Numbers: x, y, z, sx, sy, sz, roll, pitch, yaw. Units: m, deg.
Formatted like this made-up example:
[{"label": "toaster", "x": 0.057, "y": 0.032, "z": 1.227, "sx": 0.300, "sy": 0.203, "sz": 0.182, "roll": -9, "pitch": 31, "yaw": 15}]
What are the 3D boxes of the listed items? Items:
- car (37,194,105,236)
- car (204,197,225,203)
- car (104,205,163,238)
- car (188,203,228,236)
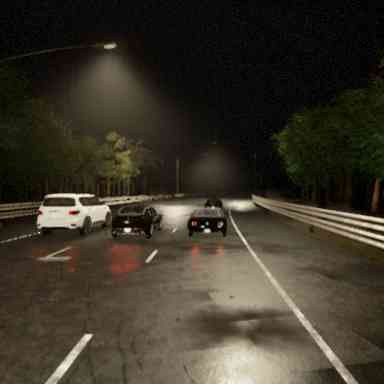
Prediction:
[{"label": "car", "x": -6.136, "y": 1.121, "z": 17.997, "sx": 2.150, "sy": 2.045, "sz": 5.566, "roll": 0, "pitch": 0, "yaw": 4}, {"label": "car", "x": 2.359, "y": 1.293, "z": 35.409, "sx": 1.837, "sy": 1.490, "sz": 4.892, "roll": 0, "pitch": 0, "yaw": 6}, {"label": "car", "x": -2.681, "y": 1.406, "z": 16.976, "sx": 1.837, "sy": 1.490, "sz": 4.892, "roll": 0, "pitch": 0, "yaw": 3}, {"label": "car", "x": 0.853, "y": 1.494, "z": 17.614, "sx": 1.895, "sy": 1.301, "sz": 4.718, "roll": 0, "pitch": 0, "yaw": 4}]
